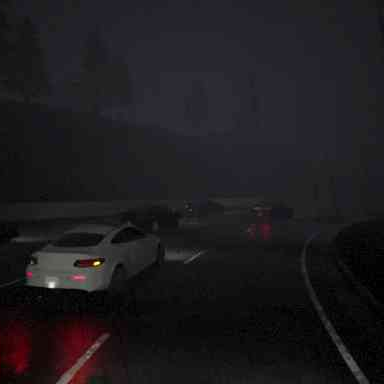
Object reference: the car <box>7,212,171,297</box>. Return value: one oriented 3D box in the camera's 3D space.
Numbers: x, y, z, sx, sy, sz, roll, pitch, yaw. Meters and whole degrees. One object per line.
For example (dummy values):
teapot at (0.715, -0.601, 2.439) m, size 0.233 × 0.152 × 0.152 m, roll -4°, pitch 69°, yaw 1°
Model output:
car at (-2.134, 1.482, 8.478) m, size 1.812 × 1.442 × 4.674 m, roll 0°, pitch 0°, yaw 12°

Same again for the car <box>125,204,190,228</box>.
car at (-2.181, 1.396, 18.948) m, size 1.882 × 1.535 × 5.008 m, roll 0°, pitch 0°, yaw 24°

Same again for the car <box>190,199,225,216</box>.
car at (1.293, 1.420, 31.356) m, size 1.812 × 1.442 × 4.674 m, roll 0°, pitch 0°, yaw 38°

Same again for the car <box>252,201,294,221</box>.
car at (6.506, 1.434, 26.349) m, size 2.128 × 1.511 × 4.902 m, roll 0°, pitch 0°, yaw 38°

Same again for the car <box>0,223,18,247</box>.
car at (-8.774, 1.453, 11.823) m, size 2.033 × 1.411 × 5.357 m, roll 0°, pitch 0°, yaw 15°
